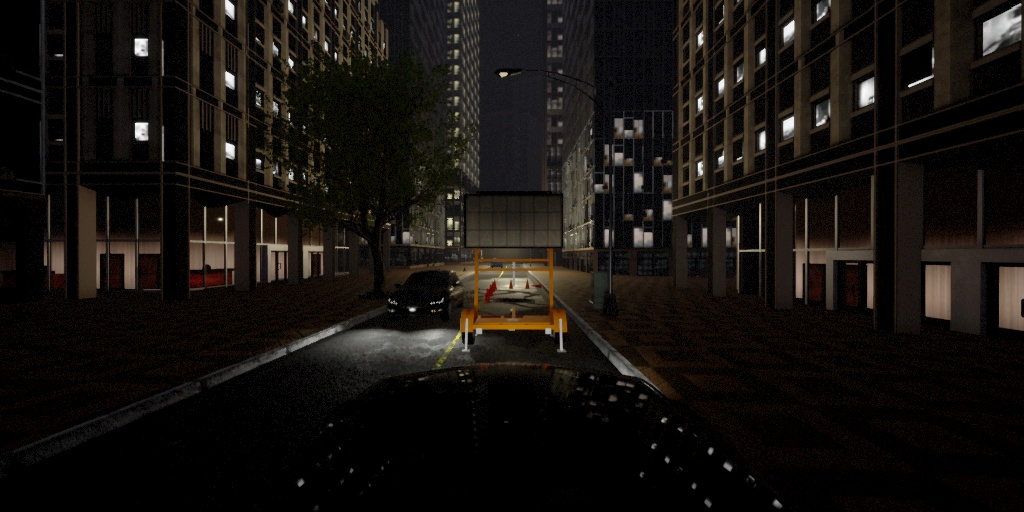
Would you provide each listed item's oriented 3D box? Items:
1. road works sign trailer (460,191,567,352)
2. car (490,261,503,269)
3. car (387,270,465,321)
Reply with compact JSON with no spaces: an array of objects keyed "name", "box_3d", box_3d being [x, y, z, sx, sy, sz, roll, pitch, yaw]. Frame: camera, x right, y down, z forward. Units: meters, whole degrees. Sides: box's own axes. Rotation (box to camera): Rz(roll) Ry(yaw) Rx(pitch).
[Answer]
[{"name":"road works sign trailer","box_3d":[0.042,0.214,8.893,2.380,3.560,2.880,0,0,0]},{"name":"car","box_3d":[-2.446,1.286,57.899,1.882,1.535,5.008,0,0,0]},{"name":"car","box_3d":[-2.789,1.254,12.492,1.837,1.490,4.892,0,0,0]}]
